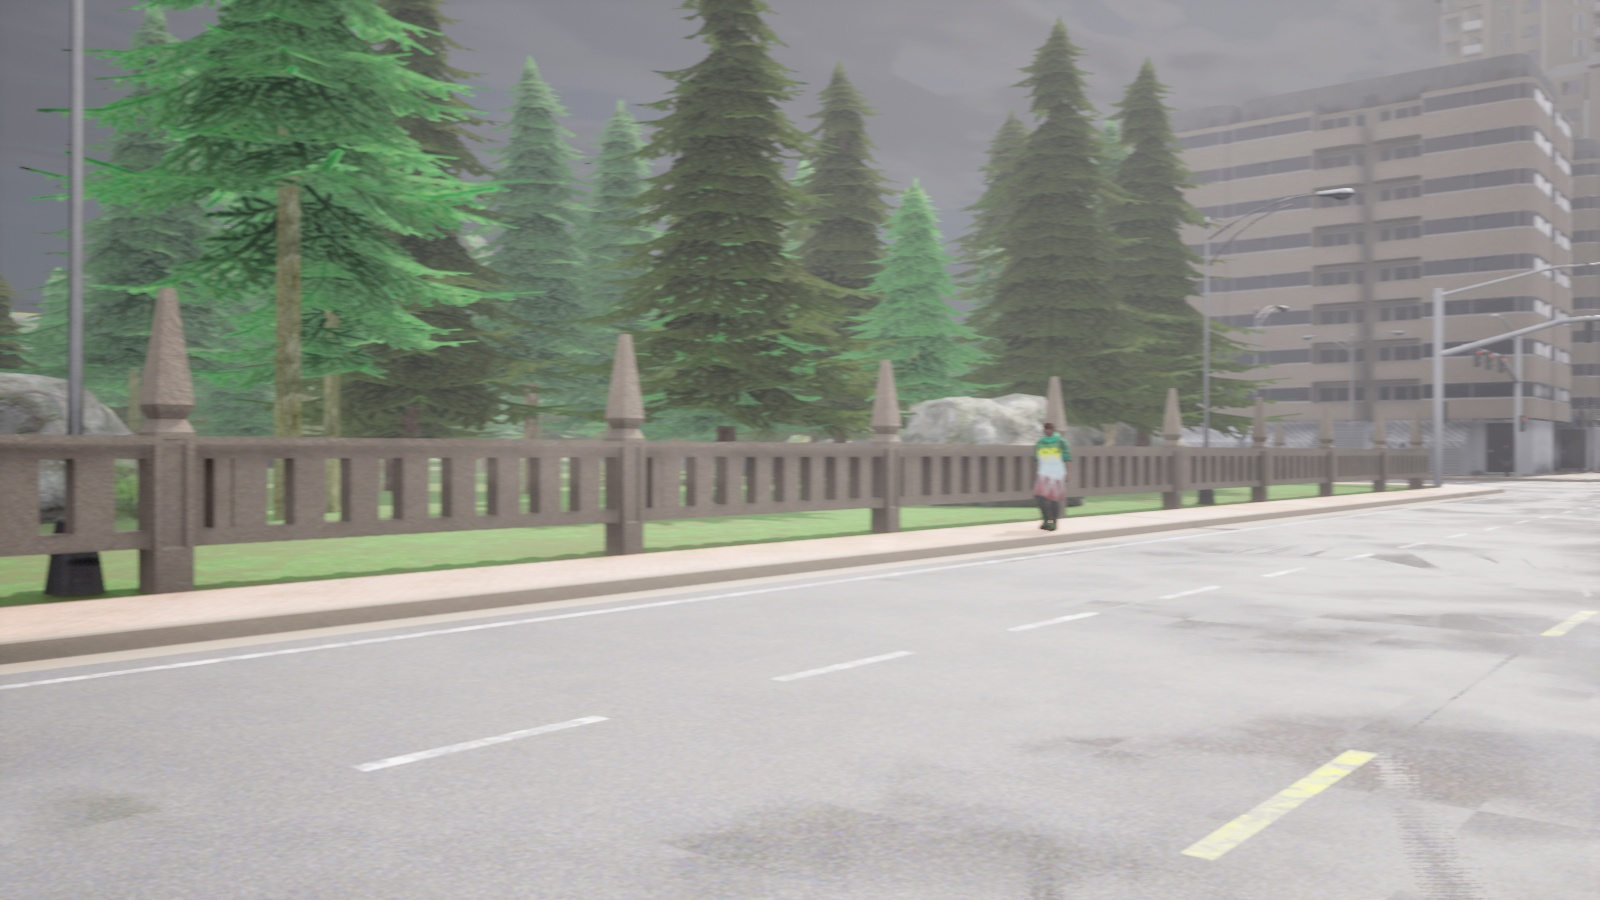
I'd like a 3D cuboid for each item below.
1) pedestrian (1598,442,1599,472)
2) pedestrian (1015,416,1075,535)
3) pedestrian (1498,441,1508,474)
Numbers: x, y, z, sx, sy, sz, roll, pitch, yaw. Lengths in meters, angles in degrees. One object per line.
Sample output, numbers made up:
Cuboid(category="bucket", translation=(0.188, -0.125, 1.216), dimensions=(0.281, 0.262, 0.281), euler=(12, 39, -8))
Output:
Cuboid(category="pedestrian", translation=(50.750, 0.414, 79.236), dimensions=(0.563, 1.883, 0.849), euler=(0, 0, 40))
Cuboid(category="pedestrian", translation=(4.133, 0.419, 21.168), dimensions=(0.659, 1.952, 0.873), euler=(0, 0, 39))
Cuboid(category="pedestrian", translation=(38.885, 0.412, 69.483), dimensions=(0.402, 1.842, 0.726), euler=(0, 0, 35))
